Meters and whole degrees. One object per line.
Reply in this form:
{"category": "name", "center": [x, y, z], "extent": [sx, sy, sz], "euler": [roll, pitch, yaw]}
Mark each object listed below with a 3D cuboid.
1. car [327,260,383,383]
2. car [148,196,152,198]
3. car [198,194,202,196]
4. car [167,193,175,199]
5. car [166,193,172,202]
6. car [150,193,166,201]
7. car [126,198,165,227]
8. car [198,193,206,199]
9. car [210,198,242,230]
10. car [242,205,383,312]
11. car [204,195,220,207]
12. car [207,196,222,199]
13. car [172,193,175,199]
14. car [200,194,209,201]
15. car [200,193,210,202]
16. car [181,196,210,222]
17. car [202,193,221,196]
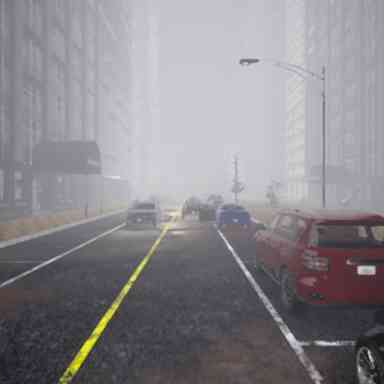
{"category": "car", "center": [2.694, 1.556, 1.986], "extent": [1.947, 1.339, 4.313], "euler": [0, 0, 0]}
{"category": "car", "center": [-5.688, 1.422, 35.221], "extent": [1.802, 1.307, 4.206], "euler": [0, 0, 0]}
{"category": "car", "center": [0.097, 1.315, 46.141], "extent": [1.812, 1.442, 4.674], "euler": [0, 0, 0]}
{"category": "car", "center": [-5.691, 1.023, 90.612], "extent": [1.967, 1.590, 4.097], "euler": [0, 0, 0]}
{"category": "car", "center": [-5.691, 1.230, 68.456], "extent": [1.887, 1.381, 4.507], "euler": [0, 0, 0]}
{"category": "car", "center": [-5.689, 1.078, 51.837], "extent": [2.192, 1.841, 5.009], "euler": [0, 0, 0]}
{"category": "car", "center": [-3.109, 1.377, 22.186], "extent": [1.882, 1.535, 5.008], "euler": [0, 0, 0]}
{"category": "car", "center": [2.689, 1.022, 90.613], "extent": [1.967, 1.590, 4.097], "euler": [0, 0, 0]}
{"category": "car", "center": [2.360, 1.384, 20.546], "extent": [1.882, 1.535, 5.008], "euler": [0, 0, 0]}
{"category": "car", "center": [2.695, 1.280, 7.524], "extent": [2.192, 1.841, 5.009], "euler": [0, 0, 0]}
{"category": "car", "center": [2.691, 1.228, 46.299], "extent": [1.967, 1.590, 4.097], "euler": [0, 0, 0]}
{"category": "car", "center": [2.692, 1.405, 35.221], "extent": [1.947, 1.339, 4.313], "euler": [0, 0, 0]}
{"category": "car", "center": [-5.692, 1.153, 85.073], "extent": [1.887, 1.381, 4.507], "euler": [0, 0, 0]}
{"category": "car", "center": [2.689, 1.184, 74.166], "extent": [1.752, 1.417, 4.829], "euler": [0, 0, 0]}
{"category": "car", "center": [2.690, 1.125, 68.456], "extent": [1.967, 1.590, 4.097], "euler": [0, 0, 0]}
{"category": "car", "center": [0.098, 1.363, 28.031], "extent": [2.128, 1.511, 4.902], "euler": [0, 0, 0]}
{"category": "car", "center": [2.693, 1.129, 40.759], "extent": [2.192, 1.841, 5.009], "euler": [0, 0, 0]}
